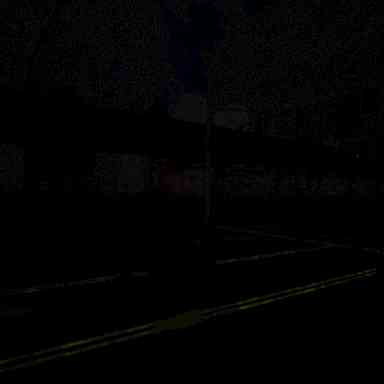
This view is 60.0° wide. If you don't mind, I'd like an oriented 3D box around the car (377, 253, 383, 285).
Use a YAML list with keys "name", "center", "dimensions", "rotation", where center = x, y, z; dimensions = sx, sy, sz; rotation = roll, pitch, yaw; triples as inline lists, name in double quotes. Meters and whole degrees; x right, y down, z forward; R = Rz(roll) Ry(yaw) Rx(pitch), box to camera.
- name: "car"
  center: [6.549, 1.686, 8.429]
  dimensions: [4.181, 1.385, 1.994]
  rotation: [1, -1, -35]
